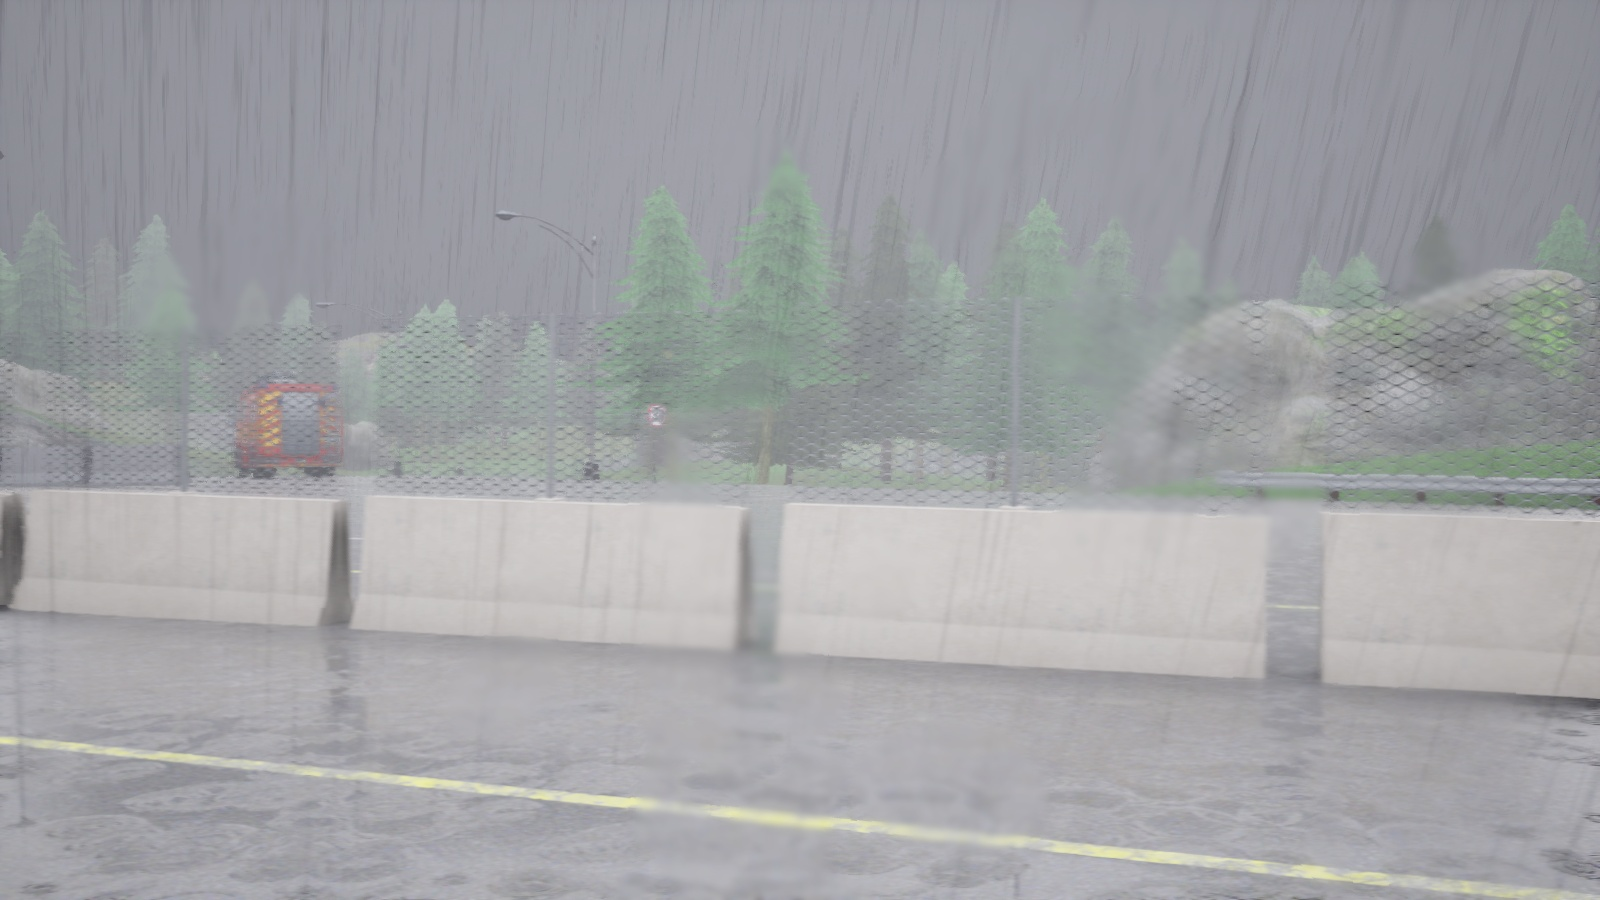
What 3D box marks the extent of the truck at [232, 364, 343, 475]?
[{"bbox_3d":[-19.655,-1.013,47.865,2.891,3.827,8.468,0,-1,-29],"label":"truck"}]
